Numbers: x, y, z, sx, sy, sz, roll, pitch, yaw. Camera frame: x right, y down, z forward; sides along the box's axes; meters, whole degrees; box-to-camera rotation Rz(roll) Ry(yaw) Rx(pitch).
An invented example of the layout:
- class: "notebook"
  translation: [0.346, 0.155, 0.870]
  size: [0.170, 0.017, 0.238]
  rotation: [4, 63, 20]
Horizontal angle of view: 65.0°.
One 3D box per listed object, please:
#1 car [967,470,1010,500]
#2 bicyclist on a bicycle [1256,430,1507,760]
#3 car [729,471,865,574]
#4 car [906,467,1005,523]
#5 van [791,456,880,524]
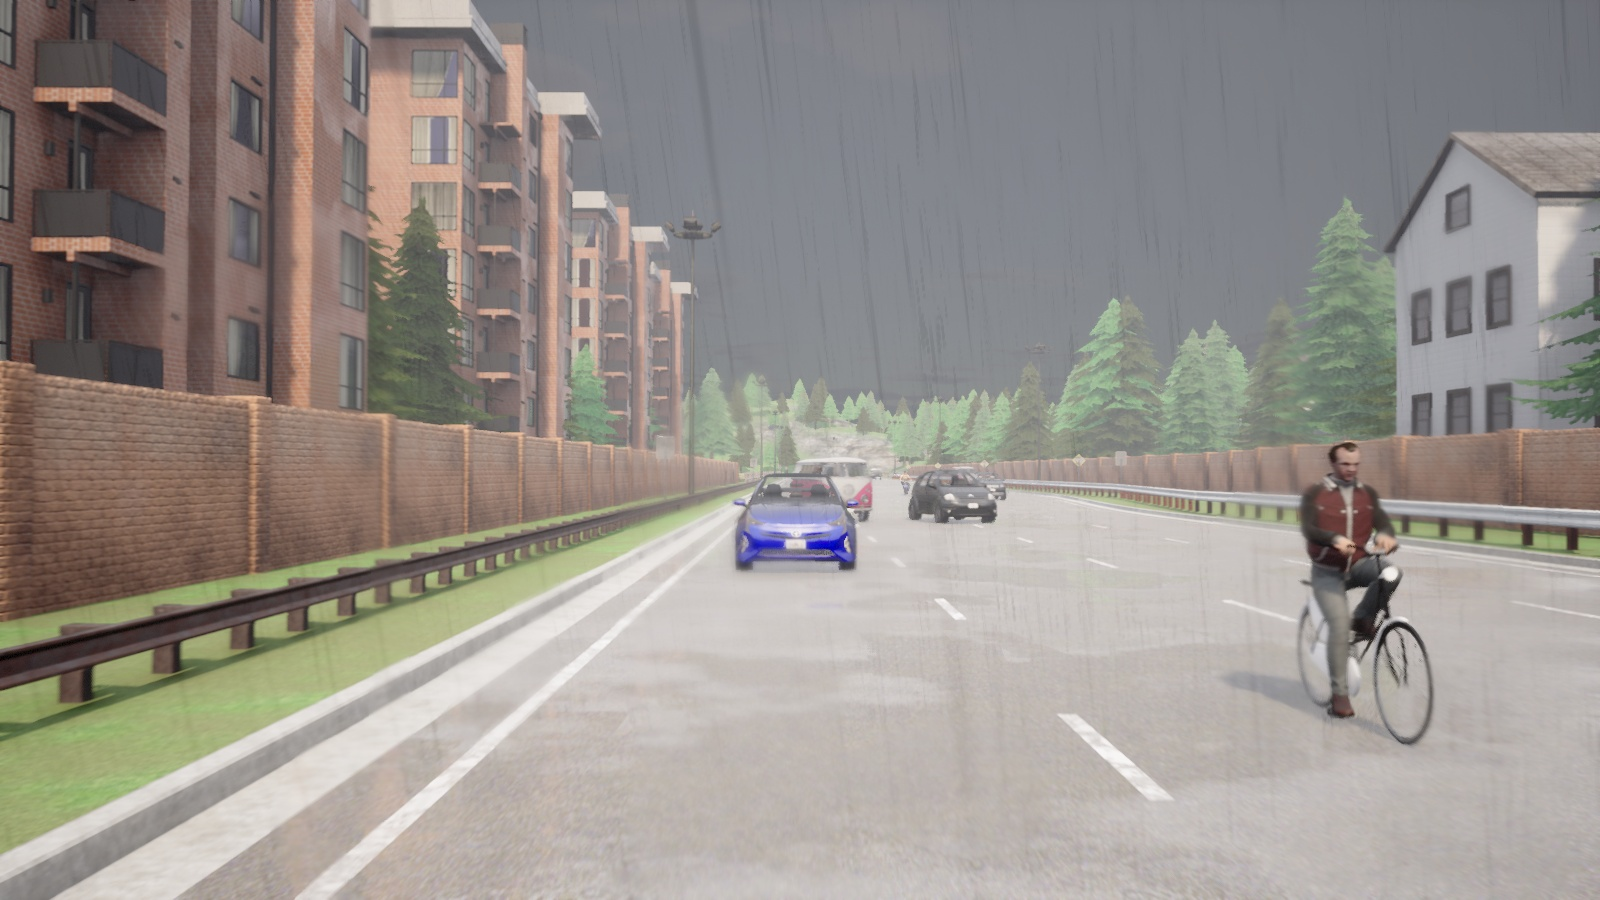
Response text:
- class: "car"
  translation: [10.332, 1.909, 69.141]
  size: [1.789, 1.549, 3.705]
  rotation: [0, -1, 0]
- class: "bicyclist on a bicycle"
  translation: [3.480, 0.800, 7.715]
  size: [0.659, 1.776, 1.843]
  rotation: [0, -1, 0]
- class: "car"
  translation: [-0.051, 1.112, 20.931]
  size: [2.007, 1.525, 4.514]
  rotation: [0, -1, 0]
- class: "car"
  translation: [4.731, 1.342, 38.731]
  size: [1.851, 1.617, 3.988]
  rotation: [0, -1, -12]
- class: "van"
  translation: [1.028, 1.219, 39.162]
  size: [1.775, 1.987, 4.442]
  rotation: [0, -1, -12]
